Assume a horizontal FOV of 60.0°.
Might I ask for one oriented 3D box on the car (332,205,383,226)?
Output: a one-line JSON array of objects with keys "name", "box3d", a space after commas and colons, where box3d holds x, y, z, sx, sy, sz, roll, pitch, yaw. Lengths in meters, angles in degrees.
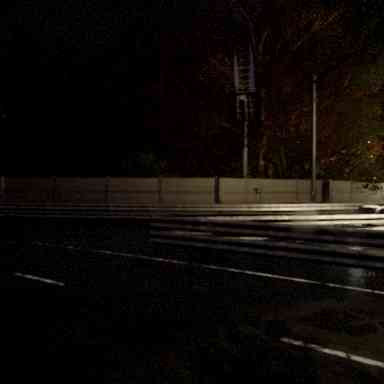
[{"name": "car", "box3d": [9.985, 1.467, 18.348, 4.674, 1.442, 1.812, 0, 0, -20]}]
